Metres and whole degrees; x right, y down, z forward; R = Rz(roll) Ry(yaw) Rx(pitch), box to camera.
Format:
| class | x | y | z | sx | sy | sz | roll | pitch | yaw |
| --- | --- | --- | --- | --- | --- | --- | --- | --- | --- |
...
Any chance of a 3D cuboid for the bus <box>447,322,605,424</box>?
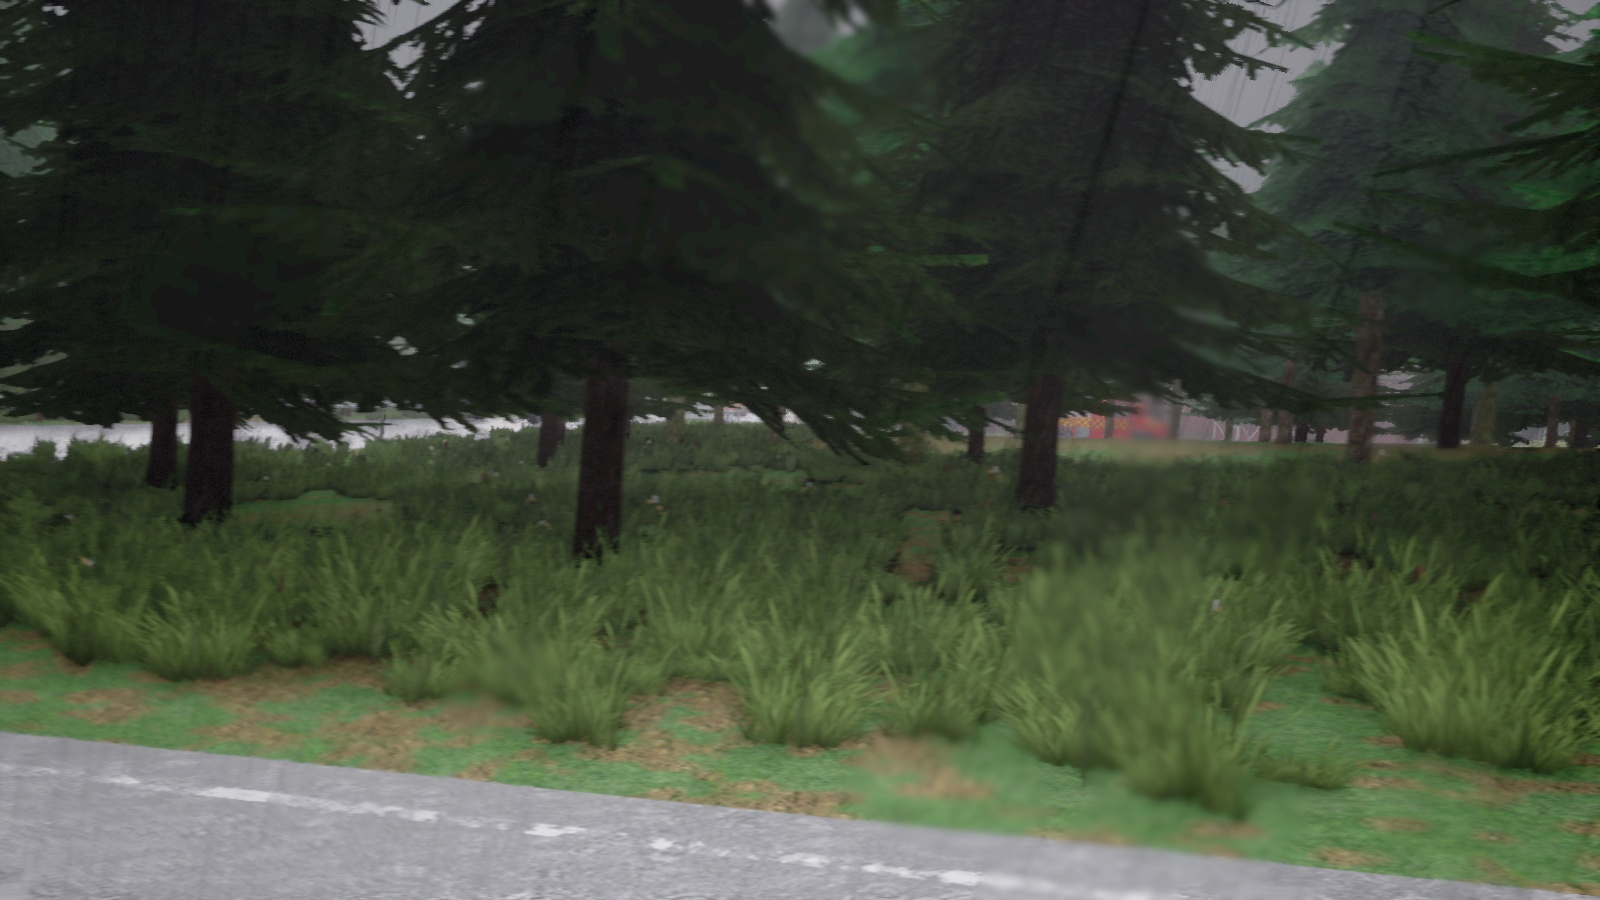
| class | x | y | z | sx | sy | sz | roll | pitch | yaw |
| --- | --- | --- | --- | --- | --- | --- | --- | --- | --- |
| bus | -13.066 | -3.608 | 61.179 | 3.944 | 4.253 | 10.273 | 5 | 2 | 8 |

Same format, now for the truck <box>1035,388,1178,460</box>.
| class | x | y | z | sx | sy | sz | roll | pitch | yaw |
| --- | --- | --- | --- | --- | --- | --- | --- | --- | --- |
| truck | 19.708 | -1.714 | 81.211 | 8.468 | 3.827 | 2.891 | 5 | 2 | 8 |
